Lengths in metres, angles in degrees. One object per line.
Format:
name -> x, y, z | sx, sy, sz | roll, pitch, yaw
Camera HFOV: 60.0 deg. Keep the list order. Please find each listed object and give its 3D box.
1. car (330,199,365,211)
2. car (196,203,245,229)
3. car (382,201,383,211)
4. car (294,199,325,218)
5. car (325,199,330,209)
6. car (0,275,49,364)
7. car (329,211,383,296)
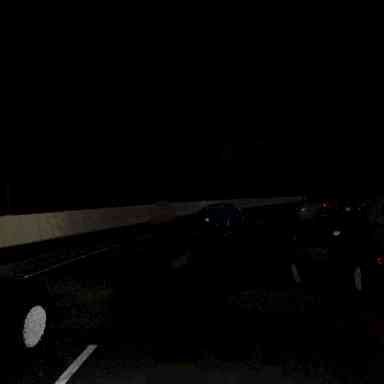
car -> 12.672, 1.351, 26.708 | 2.097, 1.767, 4.553 | 0, 0, 28
car -> 1.993, 1.477, 21.635 | 1.882, 1.535, 5.008 | 0, 0, 26
car -> 20.252, 1.352, 33.276 | 2.097, 1.767, 4.553 | 0, 0, 29
car -> 10.504, 1.563, 30.019 | 1.994, 1.385, 4.181 | 0, 0, 28
car -> 16.874, 1.563, 41.620 | 1.994, 1.385, 4.181 | 0, 0, 29
car -> -3.225, 1.477, 3.115 | 1.882, 1.535, 5.008 | 0, 0, 4
car -> 4.833, 1.477, 8.456 | 1.882, 1.535, 5.008 | 0, 0, 12
